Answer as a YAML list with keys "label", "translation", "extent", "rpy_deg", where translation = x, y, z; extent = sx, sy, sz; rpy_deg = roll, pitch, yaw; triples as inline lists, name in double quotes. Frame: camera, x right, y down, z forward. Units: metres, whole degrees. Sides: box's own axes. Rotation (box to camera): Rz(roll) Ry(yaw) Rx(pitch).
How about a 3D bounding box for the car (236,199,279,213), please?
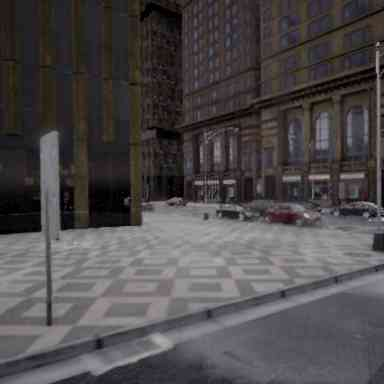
- label: "car"
  translation: [7.337, 1.545, 37.763]
  extent: [1.752, 1.417, 4.829]
  rpy_deg: [-1, 1, -36]

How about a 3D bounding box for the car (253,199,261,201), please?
- label: "car"
  translation: [6.887, 1.424, 28.512]
  extent: [2.097, 1.767, 4.553]
  rpy_deg: [-1, 0, -36]

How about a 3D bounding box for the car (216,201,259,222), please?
- label: "car"
  translation: [3.801, 1.677, 28.075]
  extent: [2.008, 1.369, 4.403]
  rpy_deg: [-1, 1, -36]

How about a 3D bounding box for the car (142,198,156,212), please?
- label: "car"
  translation: [-6.118, 1.795, 41.889]
  extent: [1.802, 1.307, 4.206]
  rpy_deg: [-1, 1, -36]

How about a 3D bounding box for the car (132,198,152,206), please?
- label: "car"
  translation: [-9.094, 1.781, 60.651]
  extent: [1.802, 1.307, 4.206]
  rpy_deg: [-2, 1, -36]

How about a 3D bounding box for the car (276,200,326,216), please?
- label: "car"
  translation: [10.742, 1.559, 33.022]
  extent: [1.947, 1.339, 4.313]
  rpy_deg: [-1, 1, -36]

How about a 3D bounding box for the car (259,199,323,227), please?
- label: "car"
  translation: [7.106, 1.545, 23.468]
  extent: [1.967, 1.590, 4.097]
  rpy_deg: [-1, 1, -36]

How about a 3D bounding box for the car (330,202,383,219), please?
- label: "car"
  translation: [14.049, 1.522, 28.416]
  extent: [2.008, 1.369, 4.403]
  rpy_deg: [-1, 1, -36]

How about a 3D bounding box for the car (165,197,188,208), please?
- label: "car"
  translation: [-2.485, 1.557, 51.439]
  extent: [1.967, 1.590, 4.097]
  rpy_deg: [-2, 1, -36]
